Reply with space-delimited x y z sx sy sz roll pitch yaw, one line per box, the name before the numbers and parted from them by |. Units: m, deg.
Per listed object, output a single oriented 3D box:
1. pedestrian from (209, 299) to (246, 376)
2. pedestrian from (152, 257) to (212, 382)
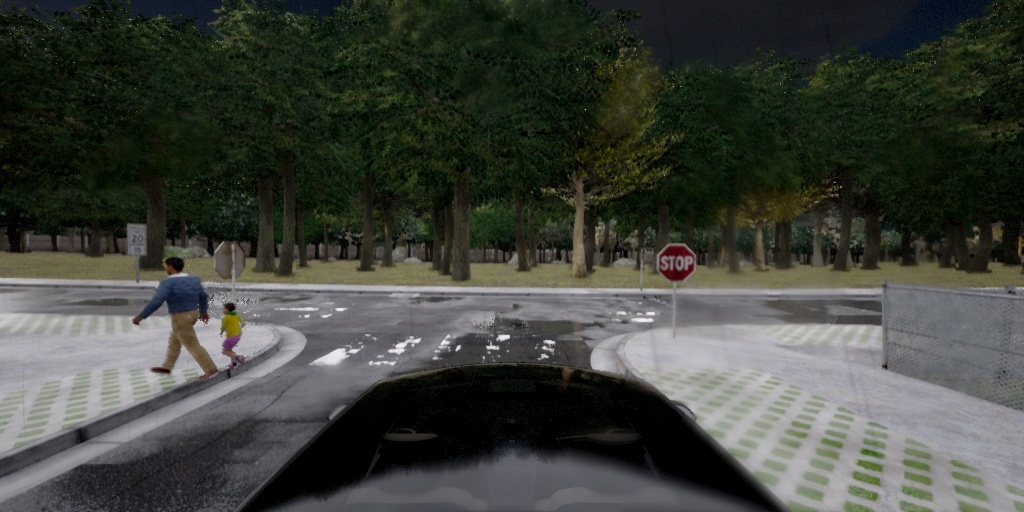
pedestrian | -4.532 1.271 5.817 0.500 1.100 0.500 -1 1 0
pedestrian | -4.790 0.885 5.209 0.375 1.860 0.375 -1 1 0
